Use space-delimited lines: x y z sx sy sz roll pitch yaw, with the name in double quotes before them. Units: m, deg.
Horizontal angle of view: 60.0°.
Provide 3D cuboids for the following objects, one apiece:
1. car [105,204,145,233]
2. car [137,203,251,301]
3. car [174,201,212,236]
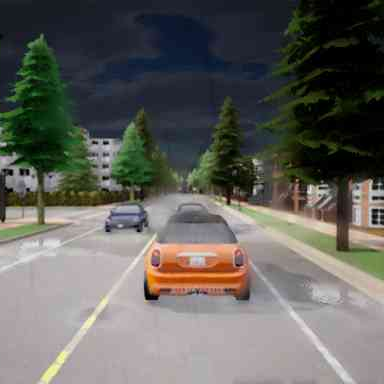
"car" -3.508 1.394 18.688 1.812 1.442 4.674 0 0 0
"car" 0.101 1.292 8.314 2.097 1.767 4.553 0 0 0
"car" -0.080 1.373 18.853 1.837 1.490 4.892 0 1 -3
